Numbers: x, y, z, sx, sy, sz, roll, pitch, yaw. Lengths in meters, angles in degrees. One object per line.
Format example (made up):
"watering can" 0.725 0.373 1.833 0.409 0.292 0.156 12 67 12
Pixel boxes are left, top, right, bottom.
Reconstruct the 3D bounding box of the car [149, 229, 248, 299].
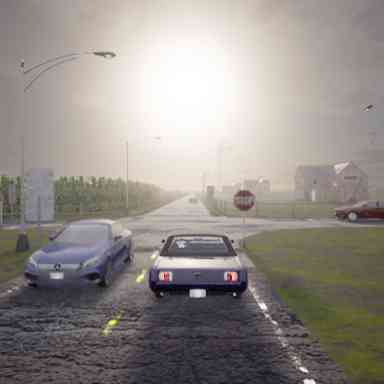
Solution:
"car" 0.149 1.600 8.430 1.895 1.301 4.718 0 0 1

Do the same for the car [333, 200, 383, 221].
"car" 13.291 1.353 25.018 5.008 1.535 1.882 -1 0 1

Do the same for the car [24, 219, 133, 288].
"car" -2.858 1.524 9.412 1.812 1.442 4.674 0 0 1

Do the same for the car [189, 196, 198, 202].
"car" 0.269 1.571 74.717 2.128 1.511 4.902 0 0 0
